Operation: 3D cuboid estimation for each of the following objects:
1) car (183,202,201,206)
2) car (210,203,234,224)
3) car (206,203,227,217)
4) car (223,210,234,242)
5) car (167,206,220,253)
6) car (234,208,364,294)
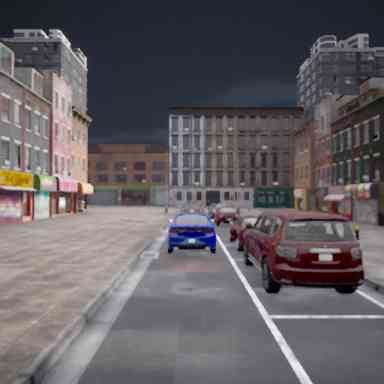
[{"bbox_3d":[-0.012,1.638,29.075,2.097,1.767,4.553,0,-1,0],"label":"car"},{"bbox_3d":[2.632,1.796,25.480,1.887,1.381,4.507,0,-1,0],"label":"car"},{"bbox_3d":[2.626,1.915,36.487,2.008,1.369,4.403,0,-1,0],"label":"car"},{"bbox_3d":[2.637,1.685,14.474,1.887,1.381,4.507,0,-1,0],"label":"car"},{"bbox_3d":[-0.003,1.618,14.467,1.882,1.535,5.008,0,0,0],"label":"car"},{"bbox_3d":[2.642,1.402,8.972,2.192,1.841,5.009,0,-1,0],"label":"car"}]
